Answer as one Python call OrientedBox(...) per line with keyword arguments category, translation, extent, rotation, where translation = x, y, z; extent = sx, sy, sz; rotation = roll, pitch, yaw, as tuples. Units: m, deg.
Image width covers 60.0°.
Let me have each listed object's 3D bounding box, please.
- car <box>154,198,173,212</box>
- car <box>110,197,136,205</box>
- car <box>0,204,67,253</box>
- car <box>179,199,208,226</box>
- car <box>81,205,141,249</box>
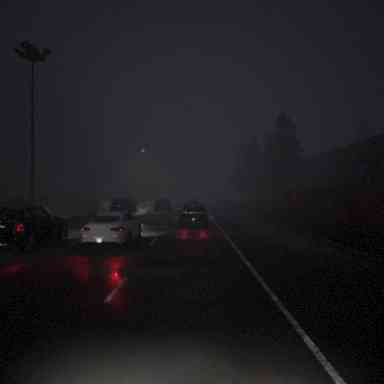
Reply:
OrientedBox(category="car", translation=(-3.398, 1.488, 39.733), extent=(1.882, 1.535, 5.008), rotation=(0, 0, 0))
OrientedBox(category="car", translation=(-6.898, 1.361, 33.517), extent=(2.097, 1.767, 4.553), rotation=(0, 0, 0))
OrientedBox(category="car", translation=(-6.899, 1.356, 13.794), extent=(2.097, 1.767, 4.553), rotation=(0, 0, 0))
OrientedBox(category="car", translation=(0.102, 1.497, 23.176), extent=(2.128, 1.511, 4.902), rotation=(0, 0, 0))
OrientedBox(category="car", translation=(-3.399, 1.530, 14.502), extent=(1.812, 1.442, 4.674), rotation=(0, 0, 0))
